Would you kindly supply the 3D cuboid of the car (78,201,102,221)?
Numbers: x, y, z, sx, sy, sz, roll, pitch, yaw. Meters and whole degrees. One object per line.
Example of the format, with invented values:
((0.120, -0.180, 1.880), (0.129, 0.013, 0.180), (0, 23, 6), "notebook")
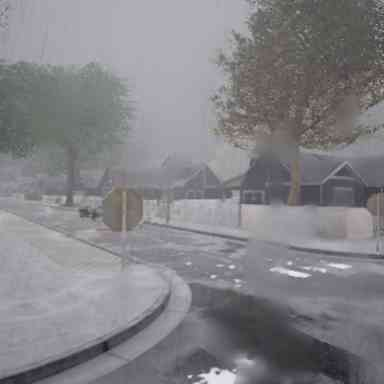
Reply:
((-7.701, 1.486, 26.733), (2.128, 1.511, 4.902), (1, 0, -35), "car")
